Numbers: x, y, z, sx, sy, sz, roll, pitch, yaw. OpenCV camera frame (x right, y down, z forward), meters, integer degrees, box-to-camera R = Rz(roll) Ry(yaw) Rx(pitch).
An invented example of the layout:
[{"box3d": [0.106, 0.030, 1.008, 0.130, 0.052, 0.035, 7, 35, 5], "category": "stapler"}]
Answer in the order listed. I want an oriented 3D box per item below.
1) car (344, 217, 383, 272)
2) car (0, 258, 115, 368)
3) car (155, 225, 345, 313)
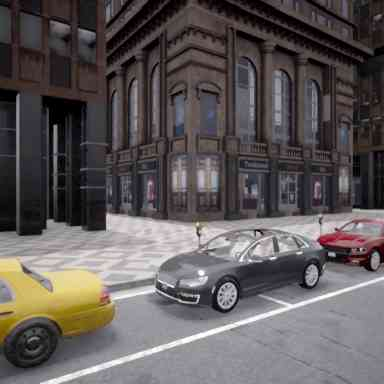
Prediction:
[{"box3d": [5.828, 1.546, 10.817, 4.507, 1.381, 1.887, 0, 0, -36], "category": "car"}, {"box3d": [-3.453, 1.525, 4.184, 4.829, 1.417, 1.752, 0, 0, -36], "category": "car"}, {"box3d": [1.261, 1.551, 7.554, 4.403, 1.369, 2.008, 0, 0, -36], "category": "car"}]
